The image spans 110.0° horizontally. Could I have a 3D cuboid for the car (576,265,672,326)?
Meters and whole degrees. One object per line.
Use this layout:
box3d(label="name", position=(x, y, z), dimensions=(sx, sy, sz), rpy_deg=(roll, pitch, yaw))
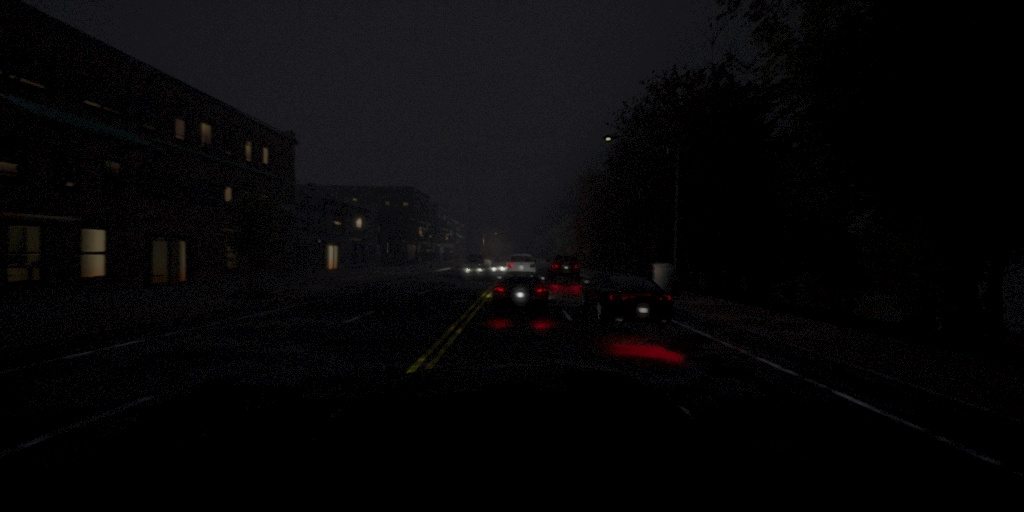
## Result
box3d(label="car", position=(3.515, 1.238, 11.807), dimensions=(1.882, 1.535, 5.008), rpy_deg=(1, 1, 2))

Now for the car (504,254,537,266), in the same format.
box3d(label="car", position=(0.756, 0.858, 28.523), dimensions=(2.150, 2.045, 5.566), rpy_deg=(1, 1, 2))

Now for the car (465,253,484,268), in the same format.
box3d(label="car", position=(-5.240, 0.646, 51.414), dimensions=(2.150, 2.045, 5.566), rpy_deg=(1, 0, 2))

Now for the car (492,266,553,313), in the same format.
box3d(label="car", position=(0.337, 1.259, 13.844), dimensions=(1.994, 1.385, 4.181), rpy_deg=(1, 0, 2))

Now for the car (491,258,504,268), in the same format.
box3d(label="car", position=(-1.951, 1.037, 52.720), dimensions=(1.994, 1.385, 4.181), rpy_deg=(1, 0, 2))

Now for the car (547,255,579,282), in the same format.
box3d(label="car", position=(4.008, 0.912, 28.516), dimensions=(2.150, 2.045, 5.566), rpy_deg=(1, 1, 2))
